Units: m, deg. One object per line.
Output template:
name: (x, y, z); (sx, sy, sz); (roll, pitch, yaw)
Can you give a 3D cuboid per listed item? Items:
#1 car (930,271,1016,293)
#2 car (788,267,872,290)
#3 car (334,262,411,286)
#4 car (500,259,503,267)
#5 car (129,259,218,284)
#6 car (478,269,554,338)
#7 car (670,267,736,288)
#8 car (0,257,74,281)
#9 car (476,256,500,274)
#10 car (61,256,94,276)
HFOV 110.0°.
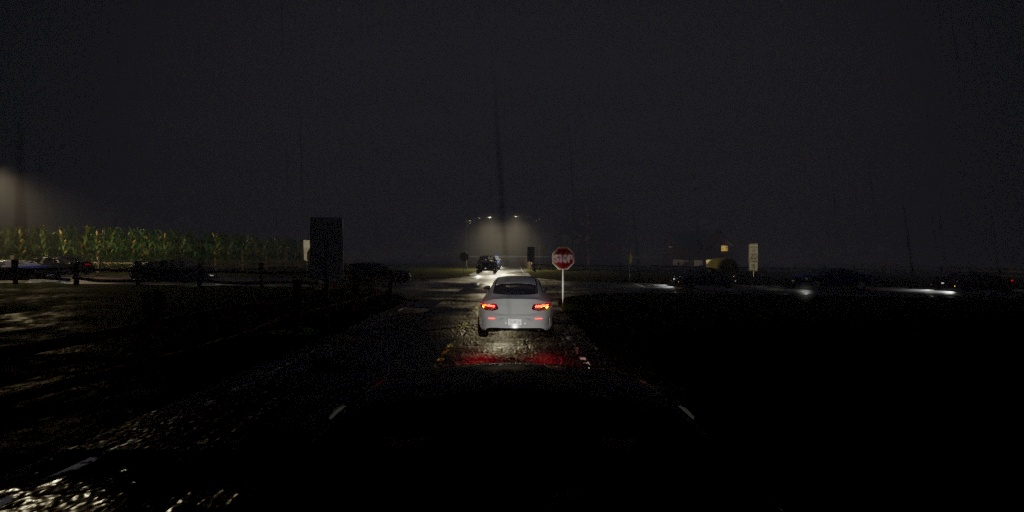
car: (32.616, 1.781, 25.463); (4.181, 1.385, 1.994); (1, 1, 1)
car: (22.656, 1.544, 25.646); (5.008, 1.535, 1.882); (1, 1, 1)
car: (-9.249, 1.151, 23.908); (4.892, 1.490, 1.837); (0, 1, -9)
car: (-2.813, 0.969, 52.286); (2.150, 2.045, 5.566); (0, 0, 0)
car: (-22.063, 0.965, 23.499); (4.902, 1.511, 2.128); (1, 1, 1)
car: (0.134, 1.275, 10.125); (1.812, 1.442, 4.674); (0, 0, 2)
car: (13.666, 1.500, 25.802); (4.181, 1.385, 1.994); (1, 1, 1)
car: (-32.631, 0.925, 23.693); (4.718, 1.301, 1.895); (1, 1, 1)
car: (-2.822, 0.968, 41.179); (2.150, 2.045, 5.566); (0, 0, 0)
car: (-34.176, 0.766, 26.665); (4.892, 1.490, 1.837); (1, 1, 1)
